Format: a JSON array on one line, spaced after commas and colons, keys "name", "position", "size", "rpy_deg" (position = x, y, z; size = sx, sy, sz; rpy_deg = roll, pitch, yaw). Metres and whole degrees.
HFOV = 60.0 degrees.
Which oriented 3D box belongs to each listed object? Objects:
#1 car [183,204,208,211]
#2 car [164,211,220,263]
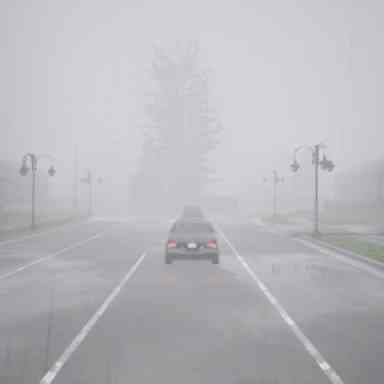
[{"name": "car", "position": [0.230, 1.809, 28.464], "size": [1.837, 1.490, 4.892], "rpy_deg": [0, 0, 6]}, {"name": "car", "position": [0.010, 1.681, 12.504], "size": [2.033, 1.411, 5.357], "rpy_deg": [0, -1, 0]}]
